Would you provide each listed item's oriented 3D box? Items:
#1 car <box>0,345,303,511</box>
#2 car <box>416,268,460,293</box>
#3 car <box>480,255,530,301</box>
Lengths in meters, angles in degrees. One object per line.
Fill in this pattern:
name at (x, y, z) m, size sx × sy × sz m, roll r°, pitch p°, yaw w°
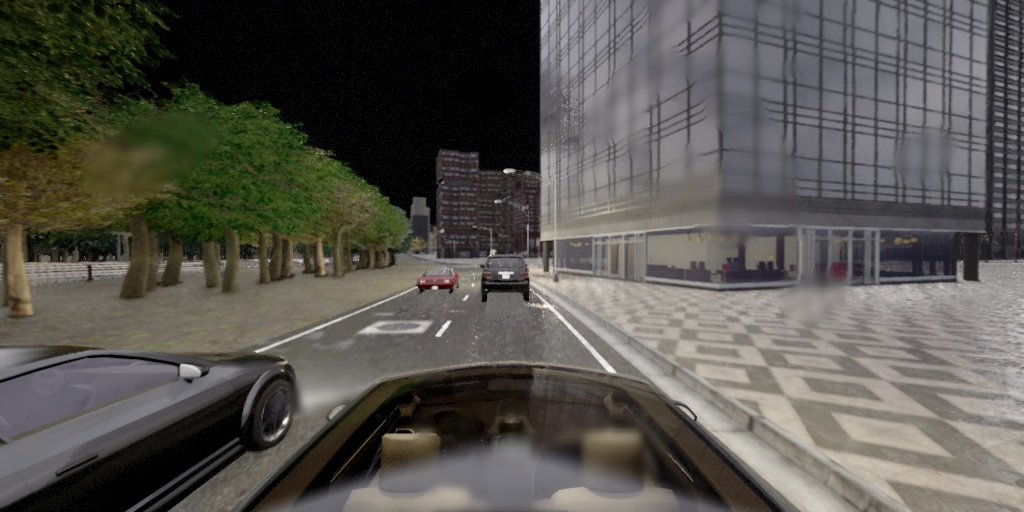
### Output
car at (-3.450, 1.319, 2.517) m, size 1.994 × 1.385 × 4.181 m, roll 0°, pitch 0°, yaw 0°
car at (-4.070, 1.334, 20.495) m, size 1.895 × 1.301 × 4.718 m, roll 0°, pitch 0°, yaw -4°
car at (-0.386, 0.950, 17.502) m, size 2.150 × 2.045 × 5.566 m, roll 0°, pitch 0°, yaw -3°
